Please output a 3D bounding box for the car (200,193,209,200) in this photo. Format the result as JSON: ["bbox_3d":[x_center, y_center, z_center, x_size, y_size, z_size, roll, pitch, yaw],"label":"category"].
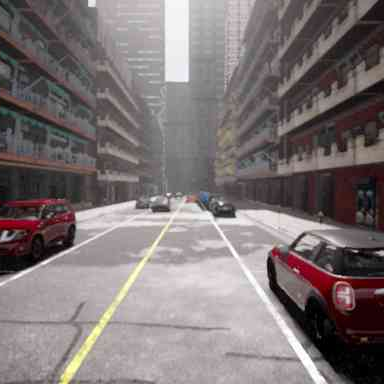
[{"bbox_3d":[2.673,0.941,73.421,1.887,1.381,4.507,-1,0,0],"label":"car"}]

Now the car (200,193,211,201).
[{"bbox_3d":[2.674,0.992,67.819,2.008,1.369,4.403,-1,0,0],"label":"car"}]

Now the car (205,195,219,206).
[{"bbox_3d":[2.677,1.267,34.209,2.008,1.369,4.403,-1,0,0],"label":"car"}]

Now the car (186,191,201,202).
[{"bbox_3d":[-0.004,0.871,58.239,2.097,1.767,4.553,0,0,0],"label":"car"}]

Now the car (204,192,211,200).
[{"bbox_3d":[2.996,1.123,46.221,1.837,1.490,4.892,0,0,0],"label":"car"}]

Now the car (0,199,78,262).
[{"bbox_3d":[-5.705,1.216,11.827,2.192,1.841,5.009,-1,0,0],"label":"car"}]

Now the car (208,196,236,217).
[{"bbox_3d":[2.678,1.328,28.606,1.947,1.339,4.313,-1,0,0],"label":"car"}]

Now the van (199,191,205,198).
[{"bbox_3d":[2.669,0.602,90.225,1.690,1.788,3.998,-1,0,0],"label":"van"}]

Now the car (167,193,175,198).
[{"bbox_3d":[-5.708,0.843,90.255,1.802,1.307,4.206,-1,0,0],"label":"car"}]

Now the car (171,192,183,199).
[{"bbox_3d":[-3.006,0.807,75.968,2.033,1.411,5.357,0,0,0],"label":"car"}]

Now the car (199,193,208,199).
[{"bbox_3d":[2.673,0.917,79.023,1.947,1.339,4.313,-1,0,0],"label":"car"}]

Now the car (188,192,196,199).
[{"bbox_3d":[-0.006,0.730,74.938,1.837,1.490,4.892,0,0,0],"label":"car"}]

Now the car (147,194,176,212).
[{"bbox_3d":[-3.101,1.259,34.712,2.033,1.411,5.357,0,0,0],"label":"car"}]

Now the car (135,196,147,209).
[{"bbox_3d":[-5.704,1.221,39.838,2.008,1.369,4.403,-1,0,0],"label":"car"}]

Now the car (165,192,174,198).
[{"bbox_3d":[-5.708,0.851,84.653,1.887,1.381,4.507,-1,0,0],"label":"car"}]

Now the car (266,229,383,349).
[{"bbox_3d":[2.678,1.387,6.198,1.967,1.590,4.097,-1,0,0],"label":"car"}]

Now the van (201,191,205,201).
[{"bbox_3d":[2.672,0.828,62.216,1.690,1.788,3.998,-1,0,0],"label":"van"}]
